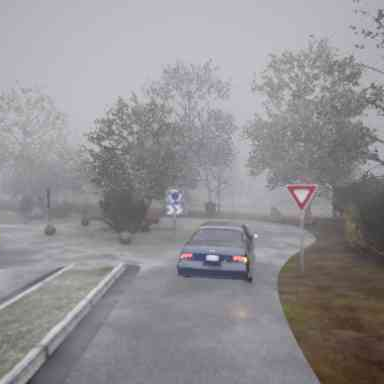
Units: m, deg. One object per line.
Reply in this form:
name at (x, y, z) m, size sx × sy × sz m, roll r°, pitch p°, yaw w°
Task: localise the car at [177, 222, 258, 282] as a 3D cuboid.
car at (0.945, 1.598, 9.940) m, size 2.033 × 1.411 × 5.357 m, roll 1°, pitch -1°, yaw 11°
